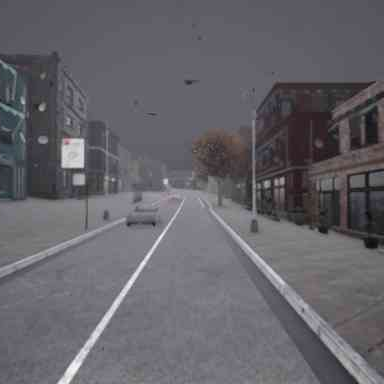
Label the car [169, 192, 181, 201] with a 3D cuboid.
[{"bbox_3d":[-3.290,0.828,63.977,2.097,1.767,4.553,0,1,0],"label":"car"}]

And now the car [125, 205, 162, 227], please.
[{"bbox_3d":[-3.121,1.519,22.097,1.895,1.301,4.718,0,0,0],"label":"car"}]
